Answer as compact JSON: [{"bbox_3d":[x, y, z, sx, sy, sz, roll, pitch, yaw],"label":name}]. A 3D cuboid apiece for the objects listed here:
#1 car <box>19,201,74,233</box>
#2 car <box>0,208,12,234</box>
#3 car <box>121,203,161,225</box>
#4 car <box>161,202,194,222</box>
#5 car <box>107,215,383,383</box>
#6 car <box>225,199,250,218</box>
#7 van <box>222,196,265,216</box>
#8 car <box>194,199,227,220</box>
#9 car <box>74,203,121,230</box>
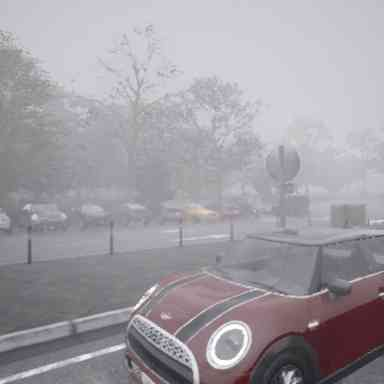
[{"bbox_3d":[-9.097,1.397,20.266,2.185,1.767,4.553,0,0,-36],"label":"car"},{"bbox_3d":[-11.336,1.553,18.625,2.002,1.452,4.674,0,0,-36],"label":"car"},{"bbox_3d":[-4.560,1.543,23.464,2.231,1.521,4.892,0,0,-36],"label":"car"},{"bbox_3d":[-2.323,1.582,25.105,2.163,1.488,4.792,0,0,-36],"label":"car"},{"bbox_3d":[1.397,1.343,4.679,4.553,1.767,2.097,0,0,-35],"label":"car"},{"bbox_3d":[2.193,1.603,28.334,2.163,1.488,4.792,0,0,-36],"label":"car"},{"bbox_3d":[4.536,1.358,29.828,1.878,1.987,4.442,0,0,-36],"label":"van"},{"bbox_3d":[0.059,1.560,26.544,1.946,1.575,5.366,0,0,-36],"label":"car"},{"bbox_3d":[-6.824,1.532,21.859,2.097,1.535,5.008,0,0,-36],"label":"car"}]
